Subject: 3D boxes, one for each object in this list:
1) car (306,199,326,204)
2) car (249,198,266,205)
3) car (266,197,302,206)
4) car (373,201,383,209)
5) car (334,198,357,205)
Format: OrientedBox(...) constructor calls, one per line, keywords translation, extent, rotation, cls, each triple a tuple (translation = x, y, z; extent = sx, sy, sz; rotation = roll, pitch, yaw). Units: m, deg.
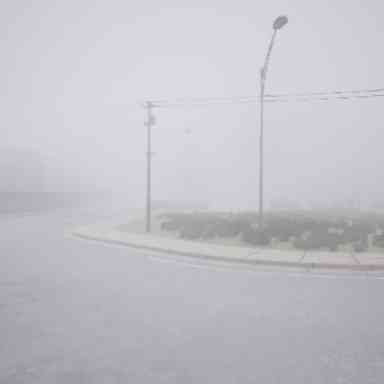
OrientedBox(translation=(27.290, 2.196, 73.012), extent=(4.193, 1.474, 1.816), rotation=(1, 0, 2), cls="car")
OrientedBox(translation=(14.396, 2.081, 72.186), extent=(3.905, 1.438, 1.784), rotation=(1, 0, 2), cls="car")
OrientedBox(translation=(13.938, 1.735, 49.713), extent=(4.605, 1.855, 1.932), rotation=(1, 0, 2), cls="car")
OrientedBox(translation=(31.411, 2.165, 53.704), extent=(2.033, 1.411, 5.357), rotation=(1, 0, 2), cls="car")
OrientedBox(translation=(27.476, 1.926, 59.520), extent=(3.866, 1.878, 1.905), rotation=(1, 0, 2), cls="car")
